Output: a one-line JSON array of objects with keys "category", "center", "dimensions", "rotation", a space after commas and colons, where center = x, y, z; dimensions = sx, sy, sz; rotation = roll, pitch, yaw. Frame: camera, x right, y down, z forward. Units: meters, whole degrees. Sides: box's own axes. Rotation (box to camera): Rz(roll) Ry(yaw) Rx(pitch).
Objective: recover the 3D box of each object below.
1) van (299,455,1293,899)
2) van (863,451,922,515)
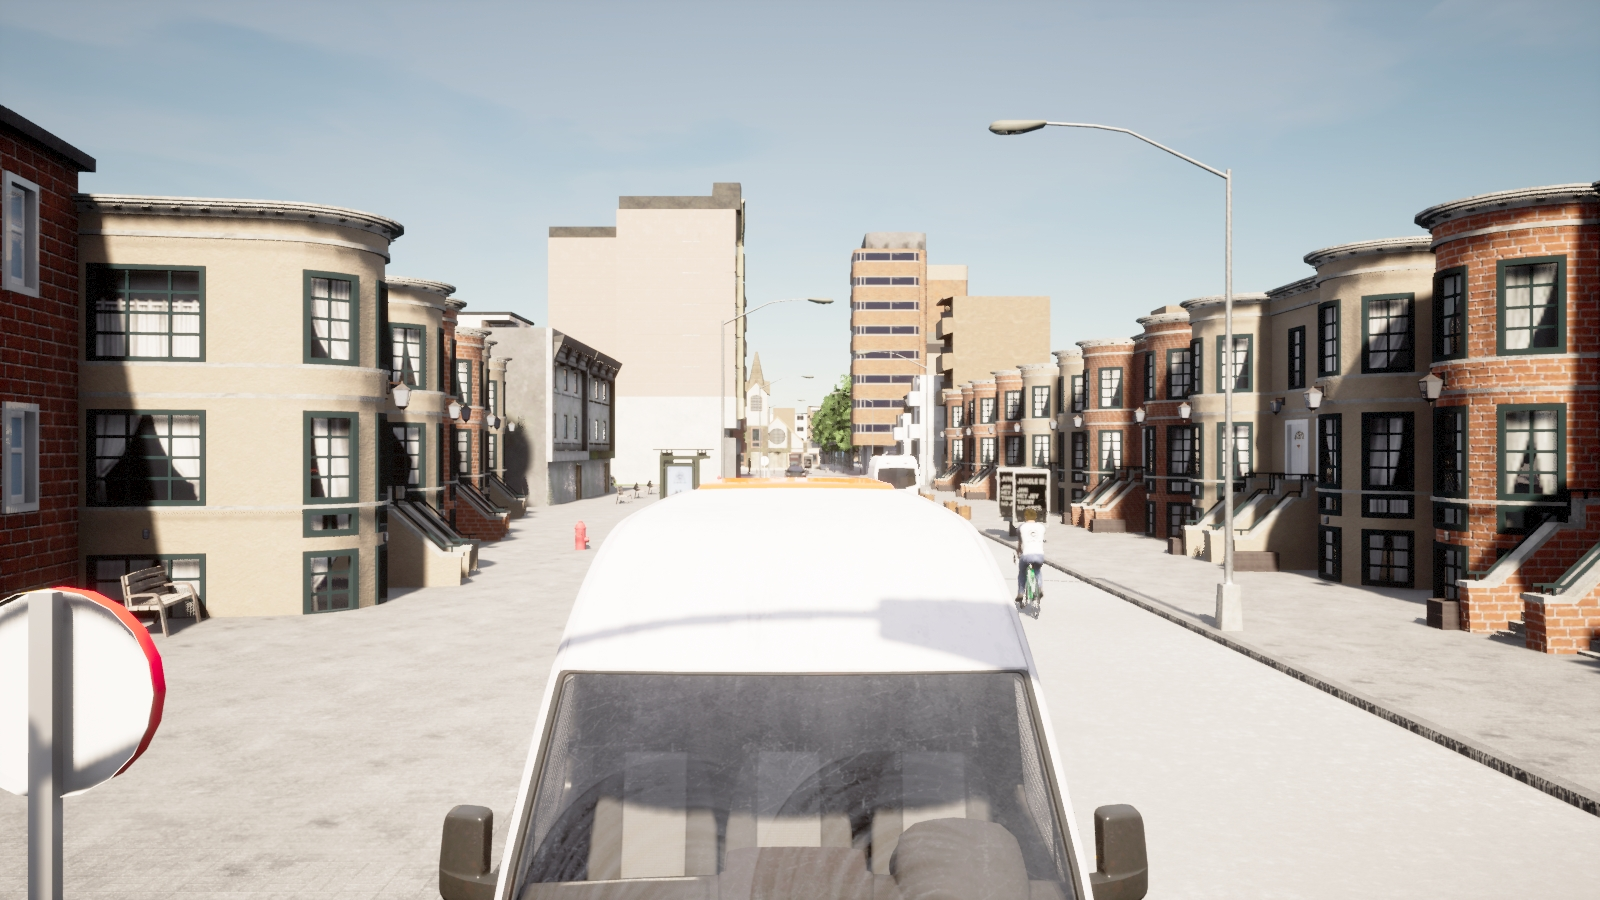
[{"category": "van", "center": [-0.019, 1.314, 5.243], "dimensions": [1.988, 2.561, 5.915], "rotation": [0, 0, 0]}, {"category": "van", "center": [3.850, 1.314, 48.351], "dimensions": [1.988, 2.561, 5.915], "rotation": [0, 0, 0]}]
